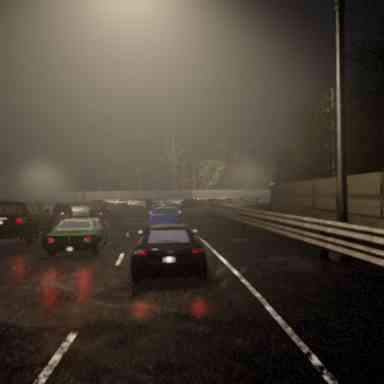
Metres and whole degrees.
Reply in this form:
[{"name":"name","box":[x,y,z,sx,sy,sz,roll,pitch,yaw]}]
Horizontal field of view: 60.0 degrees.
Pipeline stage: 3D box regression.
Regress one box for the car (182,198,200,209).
[{"name":"car","box":[-0.089,1.681,52.358,2.097,1.767,4.553,-1,0,20]}]

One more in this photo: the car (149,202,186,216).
[{"name":"car","box":[-1.658,1.627,20.822,1.882,1.535,5.008,-1,0,-6]}]

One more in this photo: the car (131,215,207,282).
[{"name":"car","box":[-0.719,1.636,10.112,1.994,1.385,4.181,-1,0,-5]}]

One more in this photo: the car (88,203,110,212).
[{"name":"car","box":[-9.127,1.801,32.827,2.128,1.511,4.902,-1,0,-18]}]

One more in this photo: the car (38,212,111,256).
[{"name":"car","box":[-4.629,1.742,13.963,1.895,1.301,4.718,-1,0,-8]}]

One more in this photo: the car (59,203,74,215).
[{"name":"car","box":[-13.580,1.878,34.973,1.837,1.490,4.892,0,-1,-20]}]

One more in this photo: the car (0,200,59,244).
[{"name":"car","box":[-8.616,1.425,16.782,2.150,2.045,5.566,-1,0,-10]}]
